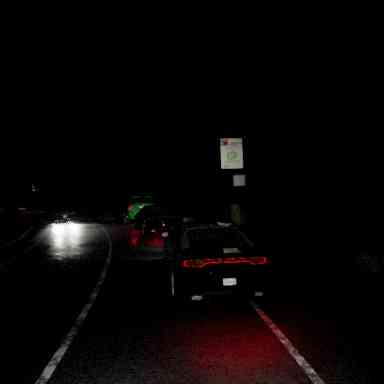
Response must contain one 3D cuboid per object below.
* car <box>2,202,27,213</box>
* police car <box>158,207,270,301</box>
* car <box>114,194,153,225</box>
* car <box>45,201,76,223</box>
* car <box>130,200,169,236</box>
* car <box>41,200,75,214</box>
[{"bbox_3d":[-27.557,2.352,51.564,4.892,1.490,1.837,-3,2,34],"label":"car"},{"bbox_3d":[0.296,1.403,8.525,1.930,1.638,5.238,-1,0,-8],"label":"police car"},{"bbox_3d":[-4.261,1.213,24.490,2.150,2.045,5.566,-2,0,-23],"label":"car"},{"bbox_3d":[-11.139,1.719,28.158,2.128,1.511,4.902,-3,0,-29],"label":"car"},{"bbox_3d":[-2.051,1.448,18.592,1.882,1.535,5.008,-2,0,-18],"label":"car"},{"bbox_3d":[-17.048,1.862,42.282,4.902,1.511,2.128,-2,2,45],"label":"car"}]
